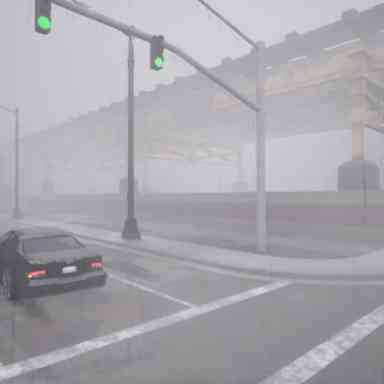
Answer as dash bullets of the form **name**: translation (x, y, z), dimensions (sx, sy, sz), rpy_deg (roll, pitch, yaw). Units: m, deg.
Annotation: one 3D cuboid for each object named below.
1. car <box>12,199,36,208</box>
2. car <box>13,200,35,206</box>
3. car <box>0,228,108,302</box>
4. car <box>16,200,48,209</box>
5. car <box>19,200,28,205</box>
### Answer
- **car**: translation (-31.942, 2.229, 63.432), dimensions (2.038, 1.542, 4.974), rpy_deg (0, -1, 2)
- **car**: translation (-31.941, 2.072, 63.485), dimensions (1.853, 1.218, 4.536), rpy_deg (0, -1, 2)
- **car**: translation (-4.113, 1.655, 8.687), dimensions (2.033, 1.411, 5.357), rpy_deg (0, -1, -40)
- **car**: translation (-28.850, 2.184, 60.015), dimensions (4.974, 1.542, 2.038), rpy_deg (0, -1, 12)
- **car**: translation (-28.799, 2.026, 60.007), dimensions (4.536, 1.218, 1.853), rpy_deg (0, -1, 12)
